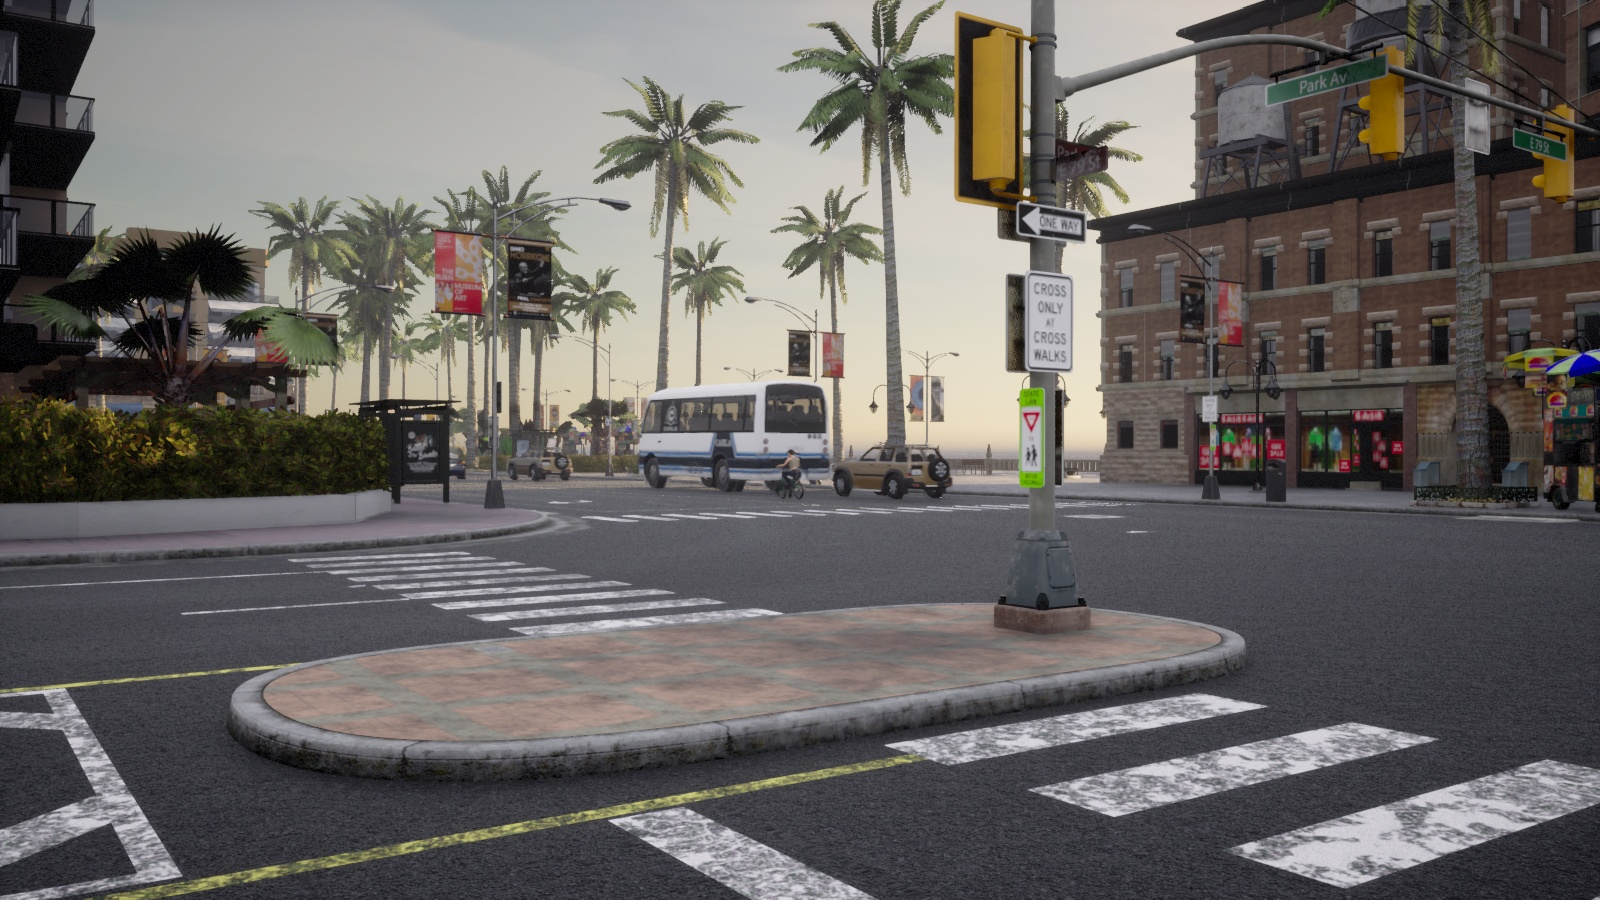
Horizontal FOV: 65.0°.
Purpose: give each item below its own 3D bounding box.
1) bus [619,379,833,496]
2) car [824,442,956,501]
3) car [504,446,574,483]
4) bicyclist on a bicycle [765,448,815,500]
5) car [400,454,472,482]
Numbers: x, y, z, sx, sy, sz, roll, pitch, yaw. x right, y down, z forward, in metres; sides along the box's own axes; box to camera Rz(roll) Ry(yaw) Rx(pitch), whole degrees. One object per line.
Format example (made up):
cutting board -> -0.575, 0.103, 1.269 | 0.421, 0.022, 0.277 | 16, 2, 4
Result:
bus -> -3.267, -0.500, 51.045 | 3.944, 4.253, 10.273 | 0, 1, -34
car -> 2.938, 0.660, 41.881 | 1.932, 1.855, 4.605 | 0, 0, -34
car -> -13.827, 0.753, 66.366 | 1.932, 1.855, 4.605 | 0, 0, -36
bicyclist on a bicycle -> -0.332, 0.783, 40.457 | 0.866, 1.612, 1.509 | 0, -2, -34
car -> -19.943, 0.955, 68.688 | 2.163, 1.488, 4.792 | 0, 0, -38
